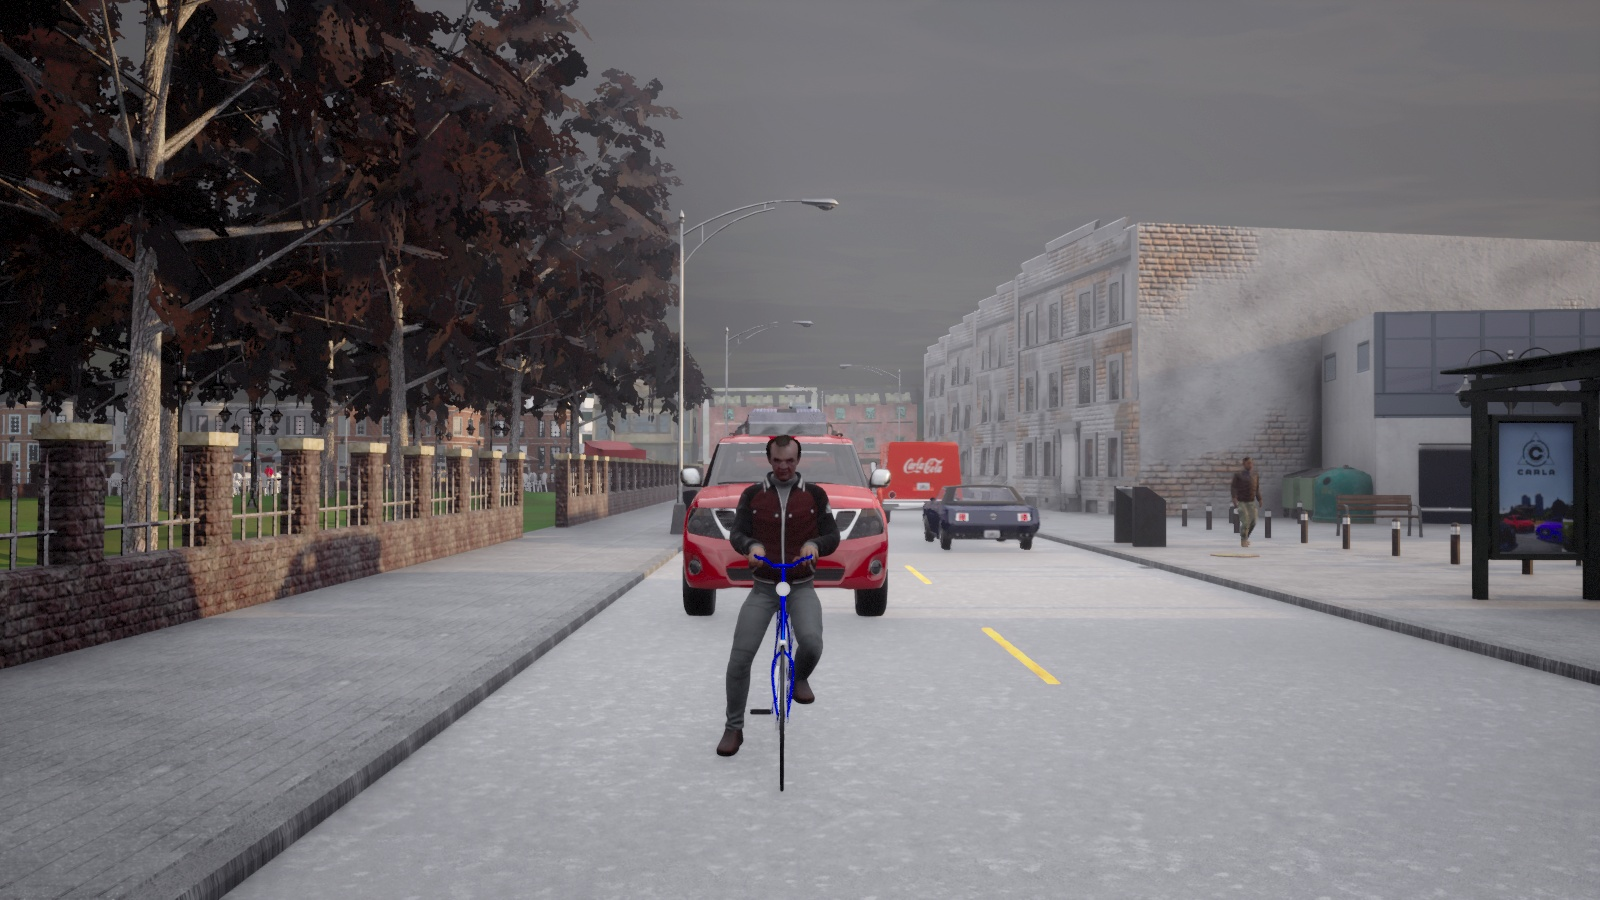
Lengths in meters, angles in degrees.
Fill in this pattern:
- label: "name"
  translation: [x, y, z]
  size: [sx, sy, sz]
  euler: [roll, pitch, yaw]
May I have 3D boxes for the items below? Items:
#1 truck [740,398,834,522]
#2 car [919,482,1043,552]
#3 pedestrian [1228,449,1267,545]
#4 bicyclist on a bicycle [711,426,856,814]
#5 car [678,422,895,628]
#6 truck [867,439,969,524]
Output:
- label: "truck"
  translation: [-0.450, 0.373, 43.087]
  size: [2.891, 3.827, 8.468]
  euler: [0, -1, -1]
- label: "car"
  translation: [3.722, 1.346, 26.634]
  size: [1.895, 1.301, 4.718]
  euler: [0, -1, -1]
- label: "pedestrian"
  translation: [8.697, 0.898, 24.413]
  size: [0.431, 1.840, 0.703]
  euler: [0, -1, -5]
- label: "bicyclist on a bicycle"
  translation: [-0.083, 0.798, 6.689]
  size: [0.659, 1.776, 1.843]
  euler: [0, -1, -1]
- label: "car"
  translation: [-0.171, 0.791, 15.308]
  size: [2.150, 2.045, 5.566]
  euler: [0, -1, -1]
- label: "truck"
  translation: [3.593, 0.973, 39.379]
  size: [2.627, 2.467, 5.204]
  euler: [0, -1, -1]
